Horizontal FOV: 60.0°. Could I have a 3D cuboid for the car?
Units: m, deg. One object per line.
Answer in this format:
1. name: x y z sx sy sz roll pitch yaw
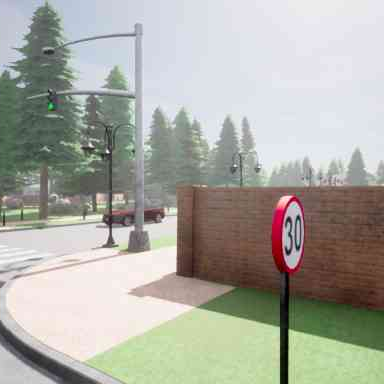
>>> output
1. car: -3.957 1.464 23.114 1.882 1.535 5.008 0 0 35
